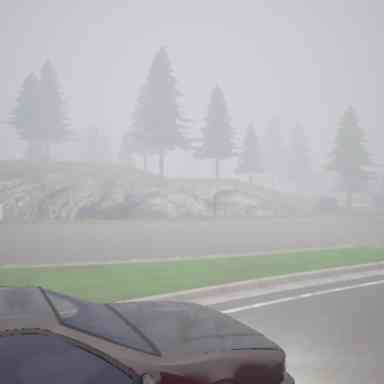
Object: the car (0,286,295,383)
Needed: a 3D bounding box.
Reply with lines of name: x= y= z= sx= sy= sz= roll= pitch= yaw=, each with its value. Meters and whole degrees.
car: x=-1.656 y=1.545 z=2.545 sx=5.357 sy=1.411 sz=2.033 roll=0 pitch=0 yaw=-33
